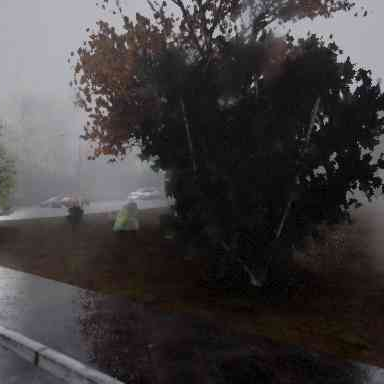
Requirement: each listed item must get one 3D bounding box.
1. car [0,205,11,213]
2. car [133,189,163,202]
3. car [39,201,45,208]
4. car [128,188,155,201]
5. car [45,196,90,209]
[{"bbox_3d":[-21.715,1.646,34.685,1.895,1.301,4.718,0,1,39],"label":"car"},{"bbox_3d":[-6.719,0.775,53.319,1.812,1.442,4.674,0,3,39],"label":"car"},{"bbox_3d":[-18.083,1.338,44.791,1.837,1.490,4.892,0,1,39],"label":"car"},{"bbox_3d":[-8.348,0.394,56.868,2.150,2.045,5.566,0,3,39],"label":"car"},{"bbox_3d":[-15.501,1.306,42.417,1.882,1.535,5.008,0,2,39],"label":"car"}]
